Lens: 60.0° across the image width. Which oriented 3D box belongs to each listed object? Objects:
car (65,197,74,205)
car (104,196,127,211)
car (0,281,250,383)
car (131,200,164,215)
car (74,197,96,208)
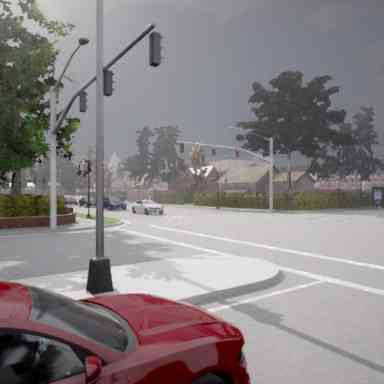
[{"bbox_3d":[-21.085,1.563,57.063,1.994,1.385,4.181,0,0,-34],"label":"car"},{"bbox_3d":[-9.888,1.351,41.550,2.097,1.767,4.553,0,0,-36],"label":"car"},{"bbox_3d":[-1.737,1.478,2.530,5.008,1.535,1.882,0,0,-35],"label":"car"},{"bbox_3d":[-4.678,1.525,34.349,1.812,1.442,4.674,0,0,-35],"label":"car"},{"bbox_3d":[-15.284,1.504,49.002,1.837,1.490,4.892,0,0,-36],"label":"car"}]
